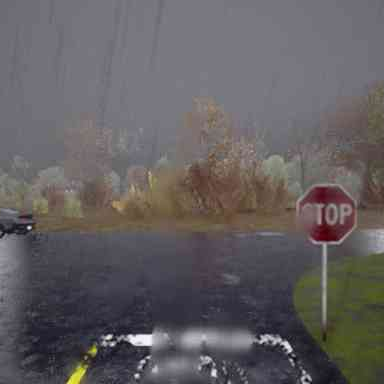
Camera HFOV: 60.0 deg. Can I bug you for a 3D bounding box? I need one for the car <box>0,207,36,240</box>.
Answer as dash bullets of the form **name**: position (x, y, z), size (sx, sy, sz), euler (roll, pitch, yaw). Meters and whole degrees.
- **car**: position (-10.368, 1.513, 16.703), size (4.892, 1.490, 1.837), euler (0, -2, 10)
